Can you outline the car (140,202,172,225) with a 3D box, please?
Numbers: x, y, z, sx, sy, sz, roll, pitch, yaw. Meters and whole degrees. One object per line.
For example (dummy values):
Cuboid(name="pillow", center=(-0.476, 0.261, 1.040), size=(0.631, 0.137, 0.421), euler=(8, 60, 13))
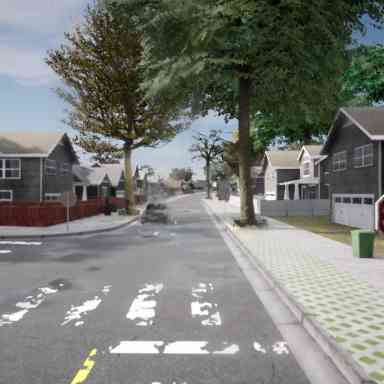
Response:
Cuboid(name="car", center=(-2.555, 1.526, 24.249), size=(1.837, 1.490, 4.892), euler=(0, 1, 0))
